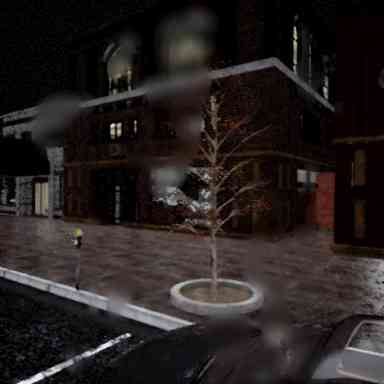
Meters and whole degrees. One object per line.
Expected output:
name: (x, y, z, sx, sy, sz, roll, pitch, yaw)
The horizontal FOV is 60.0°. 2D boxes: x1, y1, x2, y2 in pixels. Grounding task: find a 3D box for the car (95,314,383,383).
car: (1.145, 1.549, 2.051, 4.403, 1.369, 2.008, 0, 1, 36)
